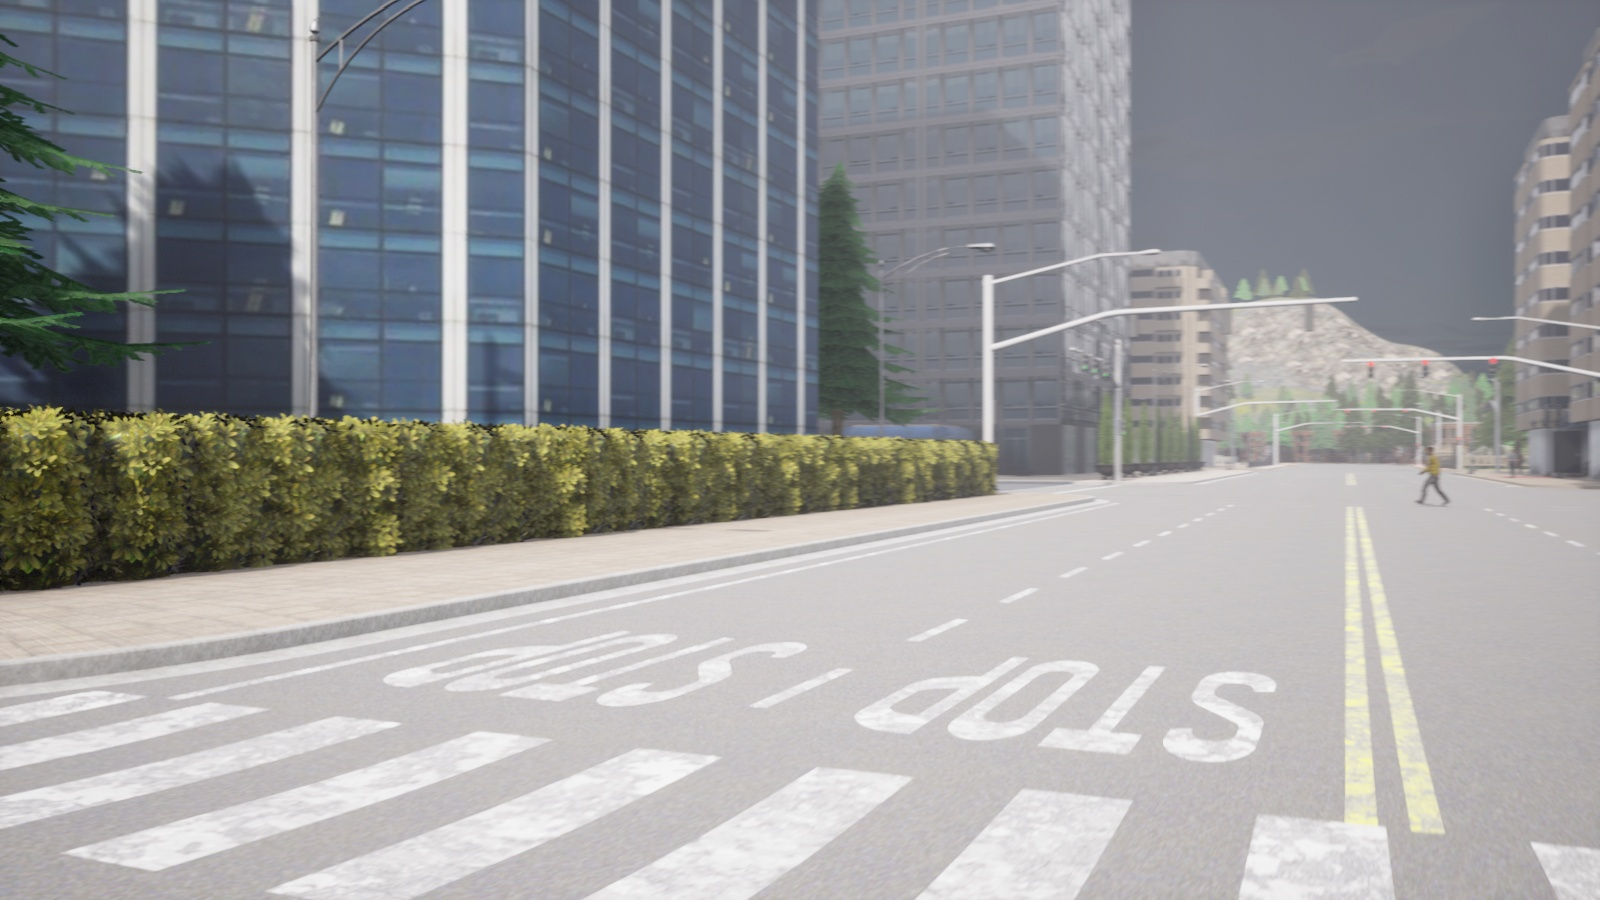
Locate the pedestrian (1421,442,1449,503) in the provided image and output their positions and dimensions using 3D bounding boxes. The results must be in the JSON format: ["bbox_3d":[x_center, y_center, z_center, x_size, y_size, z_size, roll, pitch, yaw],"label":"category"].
[{"bbox_3d":[19.158,0.669,37.884,0.709,1.840,0.431,0,0,31],"label":"pedestrian"}]

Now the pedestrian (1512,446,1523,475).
[{"bbox_3d":[44.877,0.652,78.581,0.540,1.848,0.694,0,0,24],"label":"pedestrian"}]
